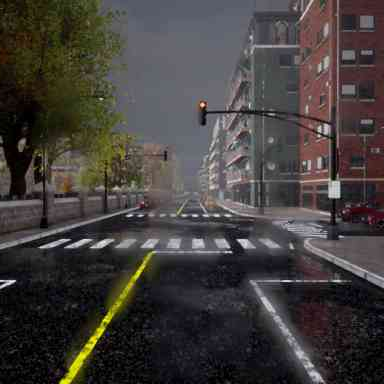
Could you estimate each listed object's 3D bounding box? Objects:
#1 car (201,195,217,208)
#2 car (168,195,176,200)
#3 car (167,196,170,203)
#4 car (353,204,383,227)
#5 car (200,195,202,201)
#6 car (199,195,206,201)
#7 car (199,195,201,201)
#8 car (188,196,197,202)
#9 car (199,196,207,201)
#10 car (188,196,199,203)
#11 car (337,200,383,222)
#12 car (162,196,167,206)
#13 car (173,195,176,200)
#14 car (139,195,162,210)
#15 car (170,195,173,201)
[{"bbox_3d":[2.746,1.538,49.574,1.752,1.417,4.829,0,0,0],"label":"car"},{"bbox_3d":[-5.585,1.579,93.524,1.752,1.417,4.829,0,0,0],"label":"car"},{"bbox_3d":[-5.623,1.566,60.483,1.887,1.381,4.507,0,0,0],"label":"car"},{"bbox_3d":[14.693,1.851,24.677,4.181,1.385,1.994,1,0,0],"label":"car"},{"bbox_3d":[2.752,1.562,54.939,1.887,1.381,4.507,0,0,0],"label":"car"},{"bbox_3d":[2.789,1.592,88.150,1.887,1.381,4.507,0,0,0],"label":"car"},{"bbox_3d":[2.758,1.572,60.475,2.008,1.369,4.403,0,0,0],"label":"car"},{"bbox_3d":[0.094,1.591,79.593,1.994,1.385,4.181,0,0,0],"label":"car"},{"bbox_3d":[2.783,1.586,82.615,1.887,1.381,4.507,0,0,0],"label":"car"},{"bbox_3d":[0.084,1.576,69.182,2.033,1.411,5.357,0,0,0],"label":"car"},{"bbox_3d":[14.648,1.591,27.282,5.009,1.841,2.192,1,-1,0],"label":"car"},{"bbox_3d":[-5.629,1.457,54.948,1.967,1.590,4.097,0,0,0],"label":"car"},{"bbox_3d":[-5.597,1.623,82.624,1.802,1.307,4.206,0,0,0],"label":"car"},{"bbox_3d":[-5.642,1.324,43.878,2.192,1.841,5.009,0,0,0],"label":"car"},{"bbox_3d":[-5.610,1.613,71.553,1.802,1.307,4.206,0,0,0],"label":"car"}]
